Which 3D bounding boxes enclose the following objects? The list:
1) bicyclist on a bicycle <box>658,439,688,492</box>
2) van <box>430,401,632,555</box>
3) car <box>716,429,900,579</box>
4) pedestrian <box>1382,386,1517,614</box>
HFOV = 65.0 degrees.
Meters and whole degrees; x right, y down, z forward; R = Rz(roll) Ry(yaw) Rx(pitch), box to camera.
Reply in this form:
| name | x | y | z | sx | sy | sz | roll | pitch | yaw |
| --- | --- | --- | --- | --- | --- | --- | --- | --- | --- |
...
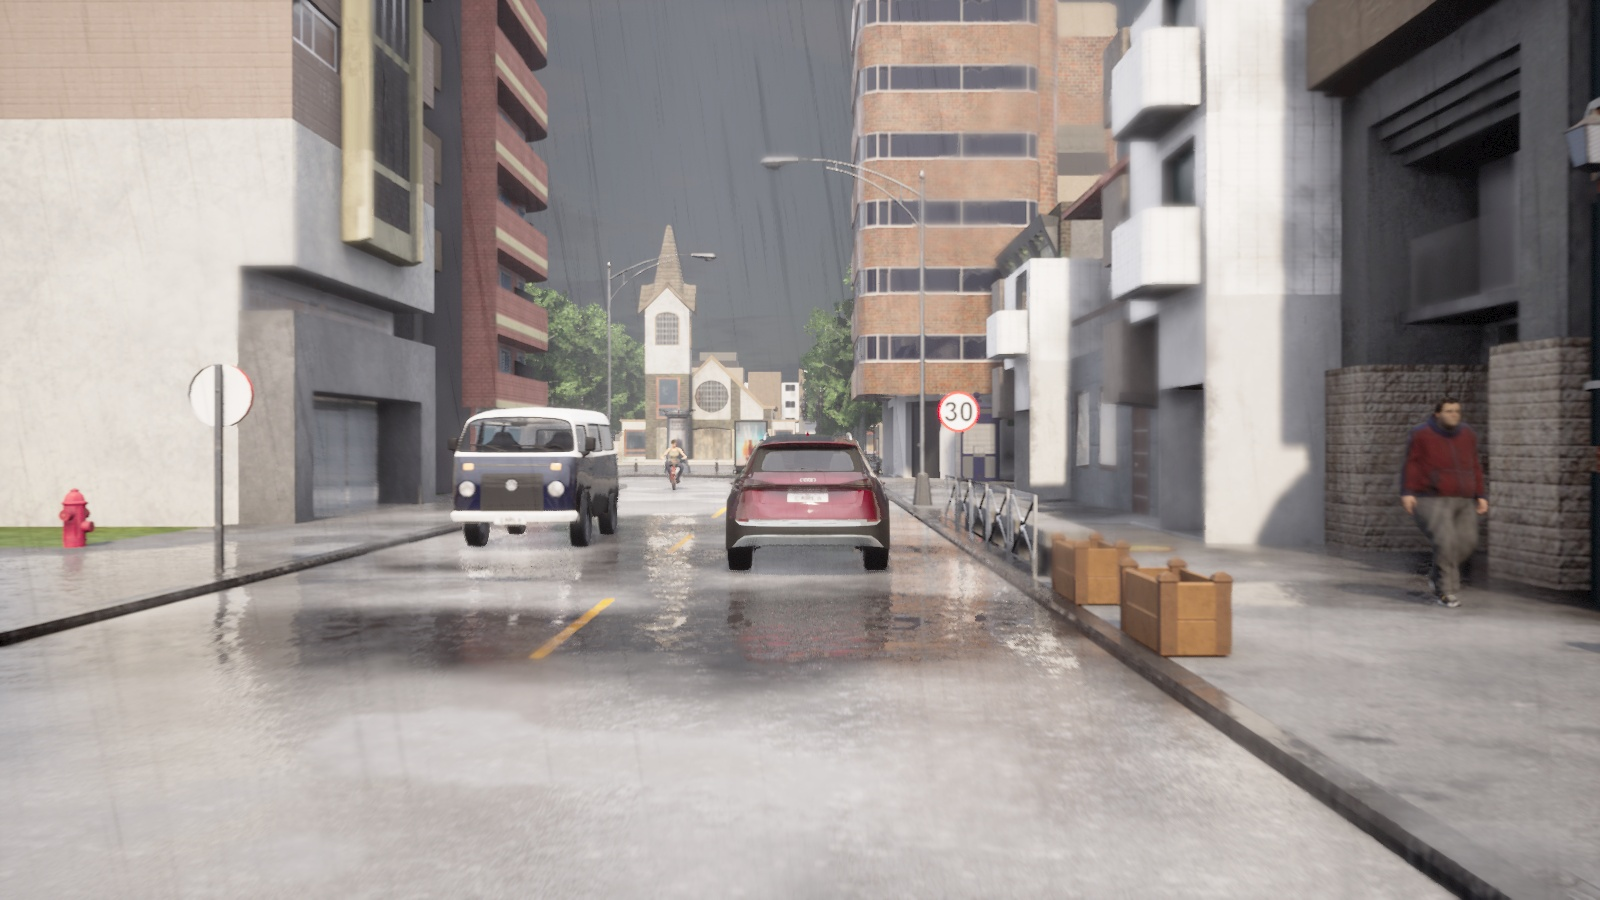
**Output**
| name | x | y | z | sx | sy | sz | roll | pitch | yaw |
| --- | --- | --- | --- | --- | --- | --- | --- | --- | --- |
| bicyclist on a bicycle | -3.946 | 0.459 | 39.183 | 0.866 | 1.612 | 1.509 | 0 | 0 | -4 |
| van | -3.884 | 0.360 | 18.954 | 2.069 | 2.038 | 4.480 | 0 | 0 | 0 |
| car | 0.101 | 0.585 | 16.241 | 2.033 | 1.649 | 4.856 | 0 | 0 | 0 |
| pedestrian | 5.449 | 0.401 | 10.580 | 0.634 | 1.844 | 0.899 | 0 | 0 | -4 |
